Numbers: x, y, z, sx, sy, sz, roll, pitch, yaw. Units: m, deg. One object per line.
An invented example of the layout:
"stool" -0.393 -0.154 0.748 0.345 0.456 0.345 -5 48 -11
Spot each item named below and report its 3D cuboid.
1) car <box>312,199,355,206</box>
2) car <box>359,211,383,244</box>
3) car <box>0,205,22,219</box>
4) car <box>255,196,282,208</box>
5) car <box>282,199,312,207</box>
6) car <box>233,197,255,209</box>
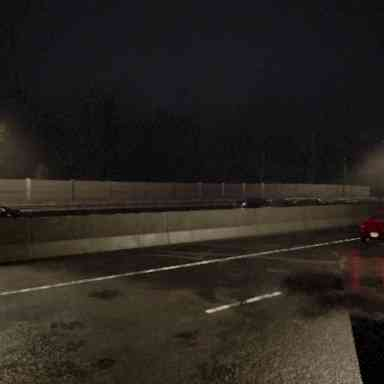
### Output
"car" 13.973 1.553 31.154 5.357 1.411 2.033 0 0 -35
"car" 9.116 1.525 14.548 4.674 1.442 1.812 0 0 -36
"car" -13.173 1.506 20.389 4.892 1.490 1.837 0 0 -35
"car" 9.476 1.532 36.540 4.674 1.442 1.812 0 0 -35
"car" 11.751 1.511 33.865 4.892 1.490 1.837 0 0 -35
"car" 6.935 1.358 39.027 4.553 1.767 2.097 0 0 -35
